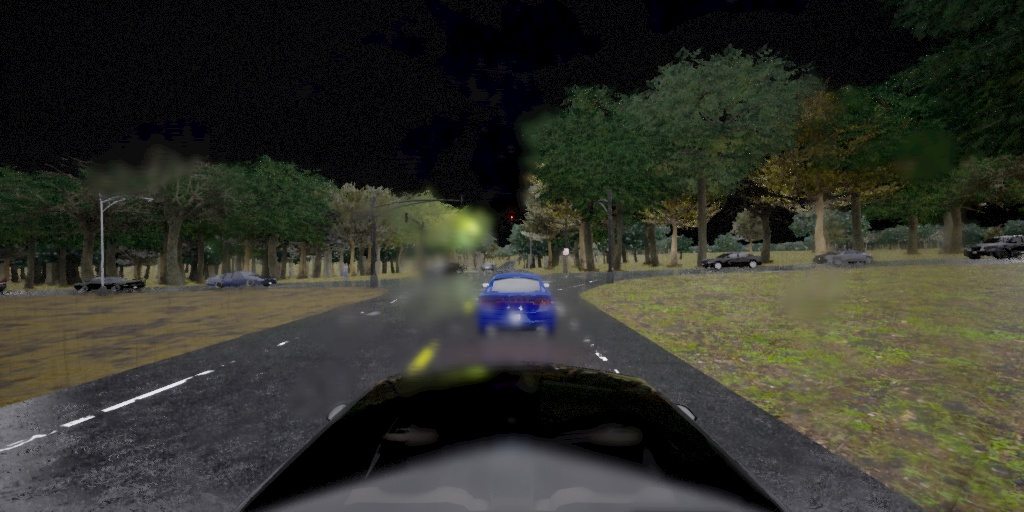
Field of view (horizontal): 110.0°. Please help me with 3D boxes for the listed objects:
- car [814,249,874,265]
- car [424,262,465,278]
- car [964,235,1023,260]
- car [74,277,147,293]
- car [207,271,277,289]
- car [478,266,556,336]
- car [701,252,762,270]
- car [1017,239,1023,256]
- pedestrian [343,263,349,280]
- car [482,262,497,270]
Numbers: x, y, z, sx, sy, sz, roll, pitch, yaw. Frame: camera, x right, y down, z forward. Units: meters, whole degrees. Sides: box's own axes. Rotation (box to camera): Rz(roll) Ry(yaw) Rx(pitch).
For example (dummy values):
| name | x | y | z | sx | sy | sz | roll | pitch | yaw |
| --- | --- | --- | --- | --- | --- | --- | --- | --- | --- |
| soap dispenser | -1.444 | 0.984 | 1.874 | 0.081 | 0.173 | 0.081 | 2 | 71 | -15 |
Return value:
| name | x | y | z | sx | sy | sz | roll | pitch | yaw |
| --- | --- | --- | --- | --- | --- | --- | --- | --- | --- |
| car | 29.955 | 0.100 | 32.459 | 4.181 | 1.385 | 1.994 | -2 | -1 | 2 |
| car | -7.233 | 1.454 | 38.885 | 1.882 | 1.535 | 5.008 | -1 | 0 | 35 |
| car | 43.996 | -0.780 | 31.834 | 5.566 | 2.045 | 2.150 | -3 | -1 | 3 |
| car | -35.311 | 2.502 | 31.640 | 4.718 | 1.301 | 1.895 | -2 | -1 | 3 |
| car | -23.429 | 2.047 | 31.117 | 5.357 | 1.411 | 2.033 | -2 | -1 | 6 |
| car | 0.140 | 1.233 | 10.486 | 1.882 | 1.535 | 5.008 | 0 | 0 | 1 |
| car | 20.043 | 0.404 | 32.884 | 5.008 | 1.535 | 1.882 | -2 | -1 | 2 |
| car | 43.966 | -0.543 | 28.146 | 4.902 | 1.511 | 2.128 | -2 | -1 | 2 |
| pedestrian | -17.865 | 1.680 | 38.444 | 0.375 | 1.860 | 0.375 | 0 | 1 | 3 |
| car | -3.954 | 1.776 | 59.171 | 2.128 | 1.511 | 4.902 | 0 | -1 | -1 |
